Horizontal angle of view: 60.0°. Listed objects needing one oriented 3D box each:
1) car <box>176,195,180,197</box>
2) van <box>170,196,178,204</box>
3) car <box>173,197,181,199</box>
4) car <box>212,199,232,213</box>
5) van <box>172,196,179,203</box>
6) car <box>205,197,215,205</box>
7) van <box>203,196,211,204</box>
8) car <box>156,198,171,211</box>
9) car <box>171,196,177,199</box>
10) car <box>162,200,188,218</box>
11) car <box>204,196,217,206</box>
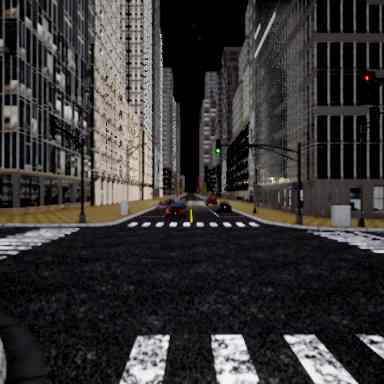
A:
[{"bbox_3d":[-4.226,1.922,74.424,1.967,1.590,4.097,0,0,0],"label":"car"},{"bbox_3d":[-4.256,1.854,79.952,1.690,1.788,3.998,0,0,0],"label":"van"},{"bbox_3d":[-1.637,1.910,53.323,2.033,1.411,5.357,0,0,0],"label":"car"},{"bbox_3d":[3.880,1.855,41.301,1.947,1.339,4.313,0,0,0],"label":"car"},{"bbox_3d":[-4.285,1.884,85.479,1.690,1.788,3.998,0,0,0],"label":"van"},{"bbox_3d":[3.684,1.892,68.938,1.967,1.590,4.097,0,0,0],"label":"car"},{"bbox_3d":[3.624,1.854,79.994,1.690,1.788,3.998,0,0,0],"label":"van"},{"bbox_3d":[-4.079,1.905,46.785,1.802,1.307,4.206,0,0,0],"label":"car"},{"bbox_3d":[-4.167,1.986,63.368,1.947,1.339,4.313,0,0,0],"label":"car"},{"bbox_3d":[-1.539,1.799,32.628,1.994,1.385,4.181,0,0,0],"label":"car"},{"bbox_3d":[3.713,1.736,63.411,2.192,1.841,5.009,0,0,0],"label":"car"}]
